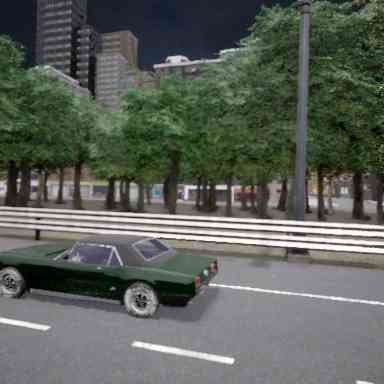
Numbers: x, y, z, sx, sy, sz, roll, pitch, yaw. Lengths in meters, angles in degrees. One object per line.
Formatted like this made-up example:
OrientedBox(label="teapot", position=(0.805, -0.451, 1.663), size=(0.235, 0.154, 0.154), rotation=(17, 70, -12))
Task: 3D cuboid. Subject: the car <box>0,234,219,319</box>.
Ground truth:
OrientedBox(label="car", position=(-1.922, 1.560, 7.067), size=(4.718, 1.301, 1.895), rotation=(2, 0, 17))
